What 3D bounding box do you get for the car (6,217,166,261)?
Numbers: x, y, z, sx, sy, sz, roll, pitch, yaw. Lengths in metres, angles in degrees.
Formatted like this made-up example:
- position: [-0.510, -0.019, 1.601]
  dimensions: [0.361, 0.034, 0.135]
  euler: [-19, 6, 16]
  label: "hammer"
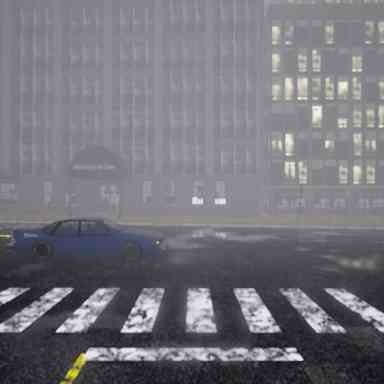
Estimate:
- position: [-3.672, 1.631, 12.000]
  dimensions: [5.357, 1.411, 2.033]
  euler: [0, 0, 1]
  label: "car"
